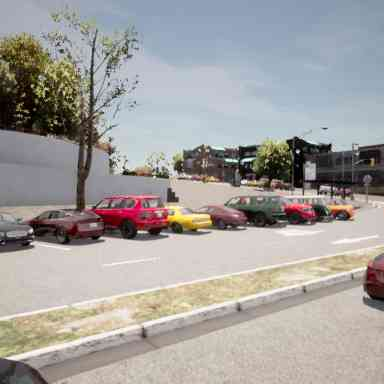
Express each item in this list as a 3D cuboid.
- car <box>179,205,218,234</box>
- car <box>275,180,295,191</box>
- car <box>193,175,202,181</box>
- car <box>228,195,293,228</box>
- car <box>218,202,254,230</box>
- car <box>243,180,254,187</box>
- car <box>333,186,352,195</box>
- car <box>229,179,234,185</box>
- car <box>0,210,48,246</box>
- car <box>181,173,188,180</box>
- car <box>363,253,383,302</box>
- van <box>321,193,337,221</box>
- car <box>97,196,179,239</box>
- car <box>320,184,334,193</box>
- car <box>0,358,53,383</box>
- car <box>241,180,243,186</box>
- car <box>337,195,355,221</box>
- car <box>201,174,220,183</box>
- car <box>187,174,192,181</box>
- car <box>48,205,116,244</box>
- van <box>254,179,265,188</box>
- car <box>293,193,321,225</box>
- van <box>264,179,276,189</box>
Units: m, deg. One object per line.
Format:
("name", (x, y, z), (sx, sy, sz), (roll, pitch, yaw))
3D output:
("car", (-1.441, 1.500, 19.374), (5.366, 1.575, 1.946), (-1, -1, 35))
("car", (19.069, -1.008, 66.223), (2.231, 1.521, 4.892), (7, 3, 35))
("car", (3.487, -3.714, 88.349), (2.435, 2.045, 5.566), (7, 3, 34))
("car", (3.595, 1.258, 22.756), (5.566, 2.045, 2.435), (-1, -1, 35))
("car", (1.166, 1.545, 21.000), (4.674, 1.452, 2.002), (-1, -1, 35))
("car", (14.010, -1.828, 73.791), (1.946, 1.575, 5.366), (7, 3, 35))
("car", (25.965, 0.121, 56.362), (2.002, 1.452, 4.674), (7, 3, 35))
("car", (10.438, -2.333, 78.575), (2.002, 1.452, 4.674), (7, 3, 35))
("car", (-8.629, 1.493, 14.059), (4.892, 1.521, 2.231), (-1, -1, 35))
("car", (-0.034, -4.101, 93.287), (2.185, 1.767, 4.553), (4, 1, 33))
("car", (5.540, 1.571, 7.084), (4.181, 1.385, 1.994), (0, 0, -34))
("van", (8.649, 1.290, 26.128), (4.442, 1.987, 1.878), (-1, -1, 35))
("car", (-3.762, 1.246, 17.548), (5.566, 2.045, 2.435), (-1, -1, 35))
("car", (24.275, -0.442, 58.835), (2.435, 2.045, 5.566), (7, 3, 35))
("car", (-2.904, 1.505, 1.062), (4.892, 1.490, 1.837), (0, 0, -35))
("car", (12.180, -2.059, 76.112), (2.002, 1.452, 4.674), (7, 4, 35))
("car", (11.059, 1.396, 27.877), (4.553, 1.767, 2.185), (-1, -1, 35))
("car", (5.337, -3.192, 86.088), (1.946, 1.575, 5.366), (7, 3, 34))
("car", (1.695, -3.866, 90.816), (2.185, 1.767, 4.553), (6, 3, 34))
("car", (-6.208, 1.523, 15.804), (4.792, 1.488, 2.163), (-1, -1, 35))
("van", (15.583, -1.780, 71.059), (1.878, 1.987, 4.442), (7, 4, 35))
("car", (6.109, 1.261, 24.460), (5.566, 2.045, 2.435), (-1, -1, 35))
("van", (17.310, -1.507, 68.587), (1.878, 1.987, 4.442), (7, 4, 35))
